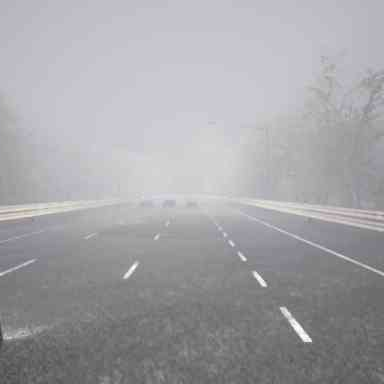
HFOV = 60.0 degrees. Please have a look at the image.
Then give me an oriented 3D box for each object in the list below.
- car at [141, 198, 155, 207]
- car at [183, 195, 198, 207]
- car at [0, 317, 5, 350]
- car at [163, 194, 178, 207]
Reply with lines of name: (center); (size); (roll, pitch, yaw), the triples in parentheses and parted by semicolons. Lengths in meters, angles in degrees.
car: (-7.006, 1.645, 53.226); (1.812, 1.442, 4.674); (0, 0, 0)
car: (-0.006, 1.656, 53.077); (2.033, 1.411, 5.357); (0, 0, 0)
car: (-3.502, 1.572, 2.760); (1.994, 1.385, 4.181); (0, 0, 0)
car: (-3.508, 1.592, 53.183); (1.882, 1.535, 5.008); (0, 0, 0)
